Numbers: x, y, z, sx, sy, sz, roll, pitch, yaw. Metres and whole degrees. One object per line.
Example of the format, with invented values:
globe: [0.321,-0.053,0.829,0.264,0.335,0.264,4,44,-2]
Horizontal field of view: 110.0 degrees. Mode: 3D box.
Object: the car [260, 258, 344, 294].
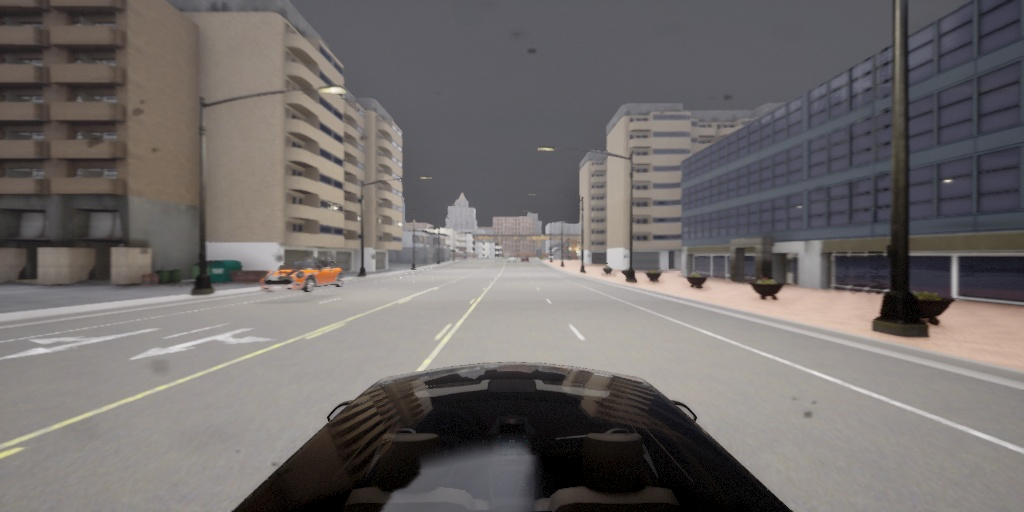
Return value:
car: [-10.503,0.901,18.291,2.097,1.767,4.553,0,-1,0]
